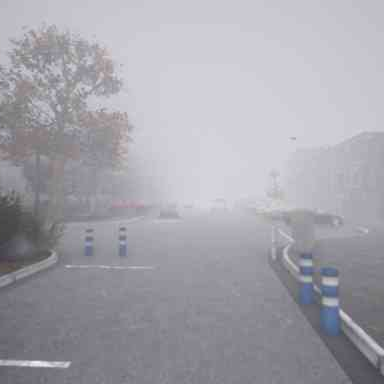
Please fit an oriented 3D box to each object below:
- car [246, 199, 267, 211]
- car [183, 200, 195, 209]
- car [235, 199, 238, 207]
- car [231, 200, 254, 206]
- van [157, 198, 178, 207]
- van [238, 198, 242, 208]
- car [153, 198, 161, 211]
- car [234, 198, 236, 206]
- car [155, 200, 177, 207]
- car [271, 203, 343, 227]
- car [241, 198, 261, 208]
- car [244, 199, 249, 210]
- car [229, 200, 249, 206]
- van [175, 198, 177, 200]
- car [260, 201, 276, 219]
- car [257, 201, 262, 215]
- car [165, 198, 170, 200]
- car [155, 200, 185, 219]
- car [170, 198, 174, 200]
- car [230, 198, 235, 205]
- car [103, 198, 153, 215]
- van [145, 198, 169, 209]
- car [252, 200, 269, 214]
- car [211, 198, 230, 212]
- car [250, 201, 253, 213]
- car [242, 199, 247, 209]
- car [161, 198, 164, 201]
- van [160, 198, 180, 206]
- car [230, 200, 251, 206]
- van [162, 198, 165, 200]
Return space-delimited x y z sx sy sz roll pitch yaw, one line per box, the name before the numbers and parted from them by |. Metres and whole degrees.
car | 9.925 2.064 42.253 4.892 1.521 2.231 1 -1 -17
car | -0.480 2.352 59.391 2.033 1.411 5.357 0 -1 4
car | 10.988 2.344 59.826 5.008 1.535 2.097 1 -1 -16
car | 12.611 2.787 83.298 5.366 1.575 1.946 1 -1 -16
van | -5.812 2.392 78.559 4.442 1.987 1.878 0 -1 -16
van | 10.708 2.066 56.864 4.442 1.987 1.878 1 -1 -16
car | -7.479 1.974 49.221 4.553 1.767 2.185 0 -1 -17
car | 11.326 2.319 65.677 4.553 1.767 2.185 1 -1 -16
car | -5.885 2.599 75.657 4.674 1.452 2.002 0 -1 -17
car | 8.832 1.792 24.694 4.892 1.521 2.231 1 -1 -16
car | 10.487 2.075 51.049 4.553 1.767 2.185 1 -1 -16
car | 10.066 2.137 45.175 4.792 1.488 2.163 1 -1 -16
car | 12.997 2.997 92.033 4.792 1.488 2.163 1 -1 -17
van | -6.134 2.222 69.821 4.442 1.987 1.878 0 -1 -16
car | 9.202 1.883 30.545 4.892 1.521 2.231 1 -1 -16
car | 9.377 1.967 33.472 4.674 1.452 2.002 1 -1 -16
car | -6.956 2.242 58.024 4.892 1.521 2.231 0 -1 -16
car | -2.160 1.901 33.531 1.837 1.490 4.892 0 -1 4
car | -6.606 2.287 61.018 5.366 1.575 1.946 0 -1 -16
car | 11.744 2.304 71.550 5.566 2.045 2.435 1 -1 -16
car | -8.024 1.712 40.411 5.566 2.045 2.435 0 -1 -16
van | -6.716 2.117 63.870 4.442 1.987 1.878 0 -1 -17
car | 9.730 1.973 36.460 5.366 1.575 1.946 1 -1 -16
car | 4.038 1.887 49.609 2.150 2.045 5.566 0 -1 4
car | 9.737 2.058 39.329 4.674 1.452 2.002 1 -1 -16
car | 10.281 2.155 48.114 4.892 1.521 2.231 1 -1 -16
car | -7.353 2.176 52.139 4.792 1.488 2.163 0 -1 -17
van | -5.410 2.450 81.573 4.442 1.987 1.878 0 -2 -16
car | 12.971 2.907 89.147 5.366 1.575 1.946 1 -1 -17
van | -7.255 1.968 55.051 4.442 1.987 1.878 0 -1 -16
